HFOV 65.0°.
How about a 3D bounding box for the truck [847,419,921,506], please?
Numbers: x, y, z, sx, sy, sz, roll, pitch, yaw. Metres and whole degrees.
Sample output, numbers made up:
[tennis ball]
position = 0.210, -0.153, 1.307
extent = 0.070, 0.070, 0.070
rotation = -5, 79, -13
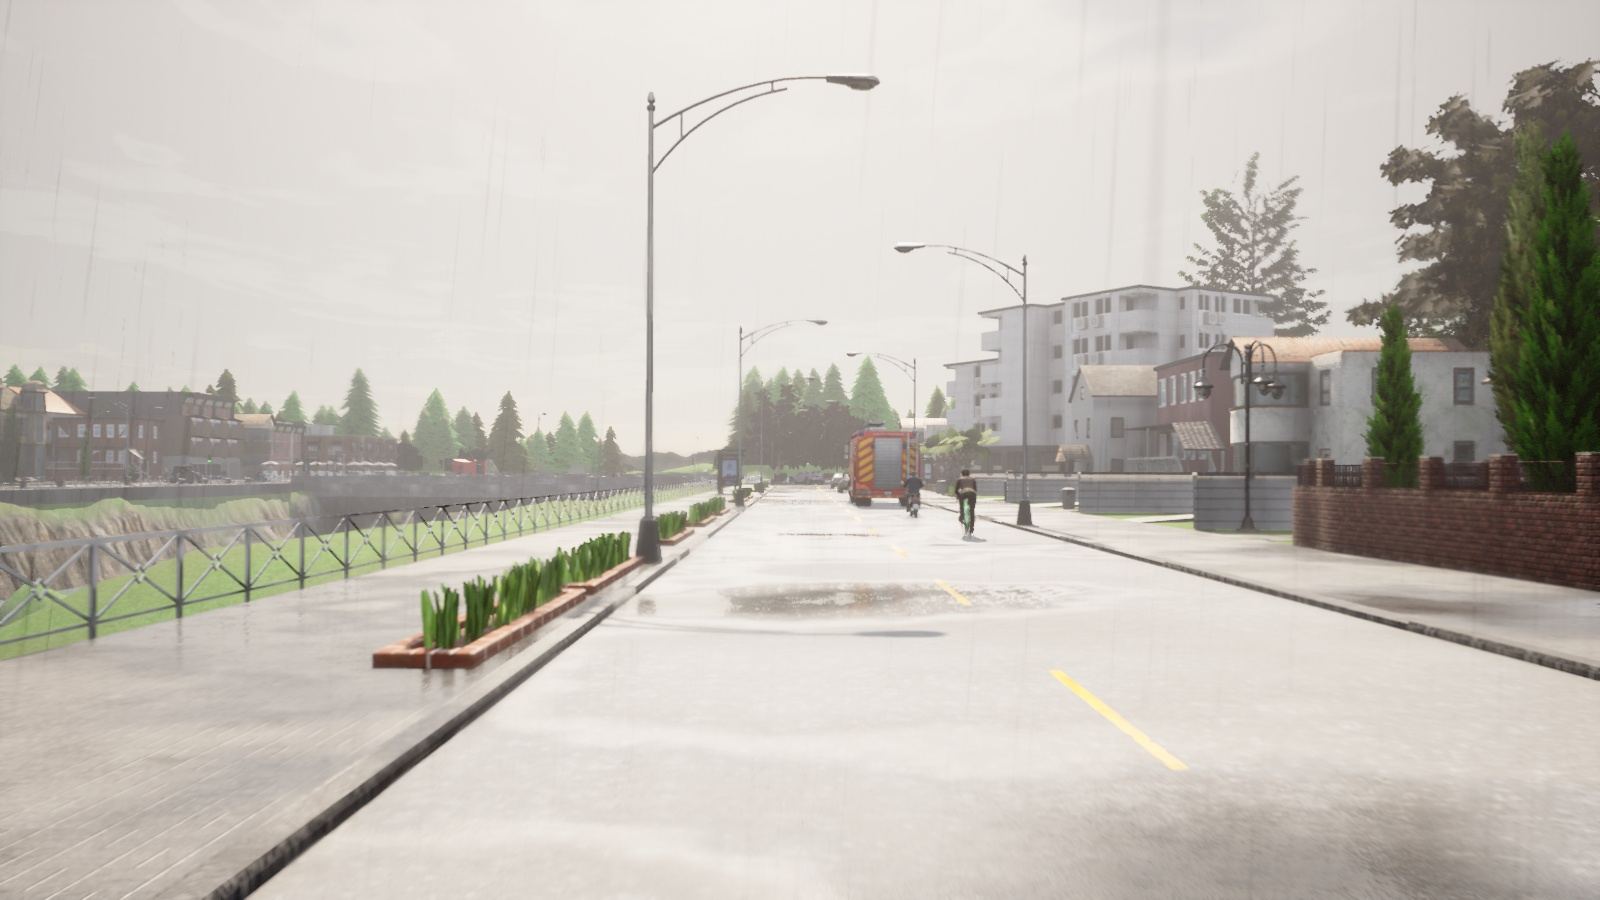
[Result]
[truck]
position = 3.856, 0.633, 59.636
extent = 2.891, 3.827, 8.468
rotation = 0, -1, 0

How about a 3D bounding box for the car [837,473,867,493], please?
[car]
position = 3.786, 2.392, 91.288
extent = 1.994, 1.385, 4.181
rotation = 0, -1, 0

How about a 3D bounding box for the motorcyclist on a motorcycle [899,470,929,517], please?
[motorcyclist on a motorcycle]
position = 3.899, 1.475, 43.169
extent = 0.866, 1.590, 1.817
rotation = 0, -1, 0

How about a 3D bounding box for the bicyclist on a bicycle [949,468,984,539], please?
[bicyclist on a bicycle]
position = 3.930, 1.250, 29.735
extent = 0.582, 1.620, 1.656
rotation = 0, -1, 0
